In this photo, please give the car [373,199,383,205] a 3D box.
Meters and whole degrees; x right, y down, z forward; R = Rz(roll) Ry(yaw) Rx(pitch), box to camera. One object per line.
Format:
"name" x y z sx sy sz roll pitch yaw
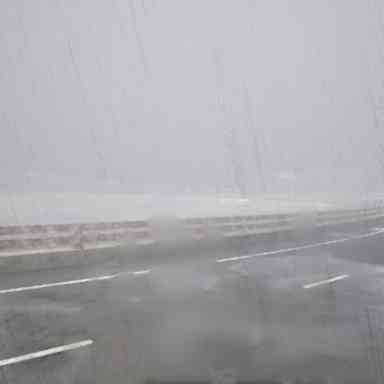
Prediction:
"car" 39.945 2.138 70.215 1.994 1.385 4.181 1 0 9
